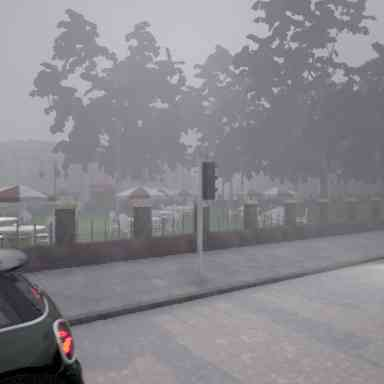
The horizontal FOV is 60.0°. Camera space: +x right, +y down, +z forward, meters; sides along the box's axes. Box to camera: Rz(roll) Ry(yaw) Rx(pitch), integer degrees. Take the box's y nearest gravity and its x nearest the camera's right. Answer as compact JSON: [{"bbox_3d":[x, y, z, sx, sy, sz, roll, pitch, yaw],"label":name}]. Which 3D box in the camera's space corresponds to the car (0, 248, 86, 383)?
[{"bbox_3d":[-3.233,1.352,2.386,4.553,1.767,2.097,0,0,-34],"label":"car"}]
